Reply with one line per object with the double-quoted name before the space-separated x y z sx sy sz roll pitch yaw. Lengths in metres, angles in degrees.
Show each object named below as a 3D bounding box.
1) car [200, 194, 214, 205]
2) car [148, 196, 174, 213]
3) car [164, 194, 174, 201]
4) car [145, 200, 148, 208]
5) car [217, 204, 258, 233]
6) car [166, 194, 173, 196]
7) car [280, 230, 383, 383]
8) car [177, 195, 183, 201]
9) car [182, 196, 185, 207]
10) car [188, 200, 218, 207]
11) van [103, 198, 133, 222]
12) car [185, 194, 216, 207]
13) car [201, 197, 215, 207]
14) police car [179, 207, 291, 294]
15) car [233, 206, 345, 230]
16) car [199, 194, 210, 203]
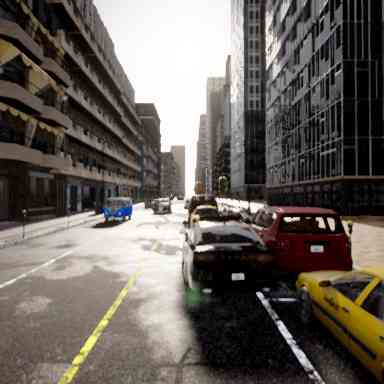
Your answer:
"car" 2.570 1.360 59.251 2.192 1.841 5.009 1 0 0
"car" -3.181 1.497 36.271 2.128 1.511 4.902 0 0 0
"car" -5.873 1.437 86.847 2.192 1.841 5.009 1 0 0
"car" -5.788 1.605 48.186 1.802 1.307 4.206 1 0 0
"car" 2.656 1.540 20.591 1.887 1.381 4.507 1 0 0
"car" -5.850 1.630 75.800 1.887 1.381 4.507 1 0 0
"car" 2.693 1.523 4.192 1.752 1.417 4.829 1 0 0
"car" -3.206 1.617 91.543 1.882 1.535 5.008 0 -1 0
"car" -0.096 1.546 46.791 1.812 1.442 4.674 0 0 0
"car" 0.810 1.451 19.086 1.801 1.575 5.366 0 0 0
"van" -5.733 1.339 26.095 1.690 1.788 3.998 1 0 0
"car" 0.772 1.219 24.947 2.150 2.045 5.566 0 0 -1
"car" 2.580 1.599 53.727 1.947 1.339 4.313 1 0 0
"police car" 0.718 1.421 8.957 1.930 1.638 5.238 0 0 -4
"car" 2.684 1.311 9.544 2.192 1.841 5.009 1 0 0
"car" 2.545 1.385 70.297 2.192 1.841 5.009 1 0 0
